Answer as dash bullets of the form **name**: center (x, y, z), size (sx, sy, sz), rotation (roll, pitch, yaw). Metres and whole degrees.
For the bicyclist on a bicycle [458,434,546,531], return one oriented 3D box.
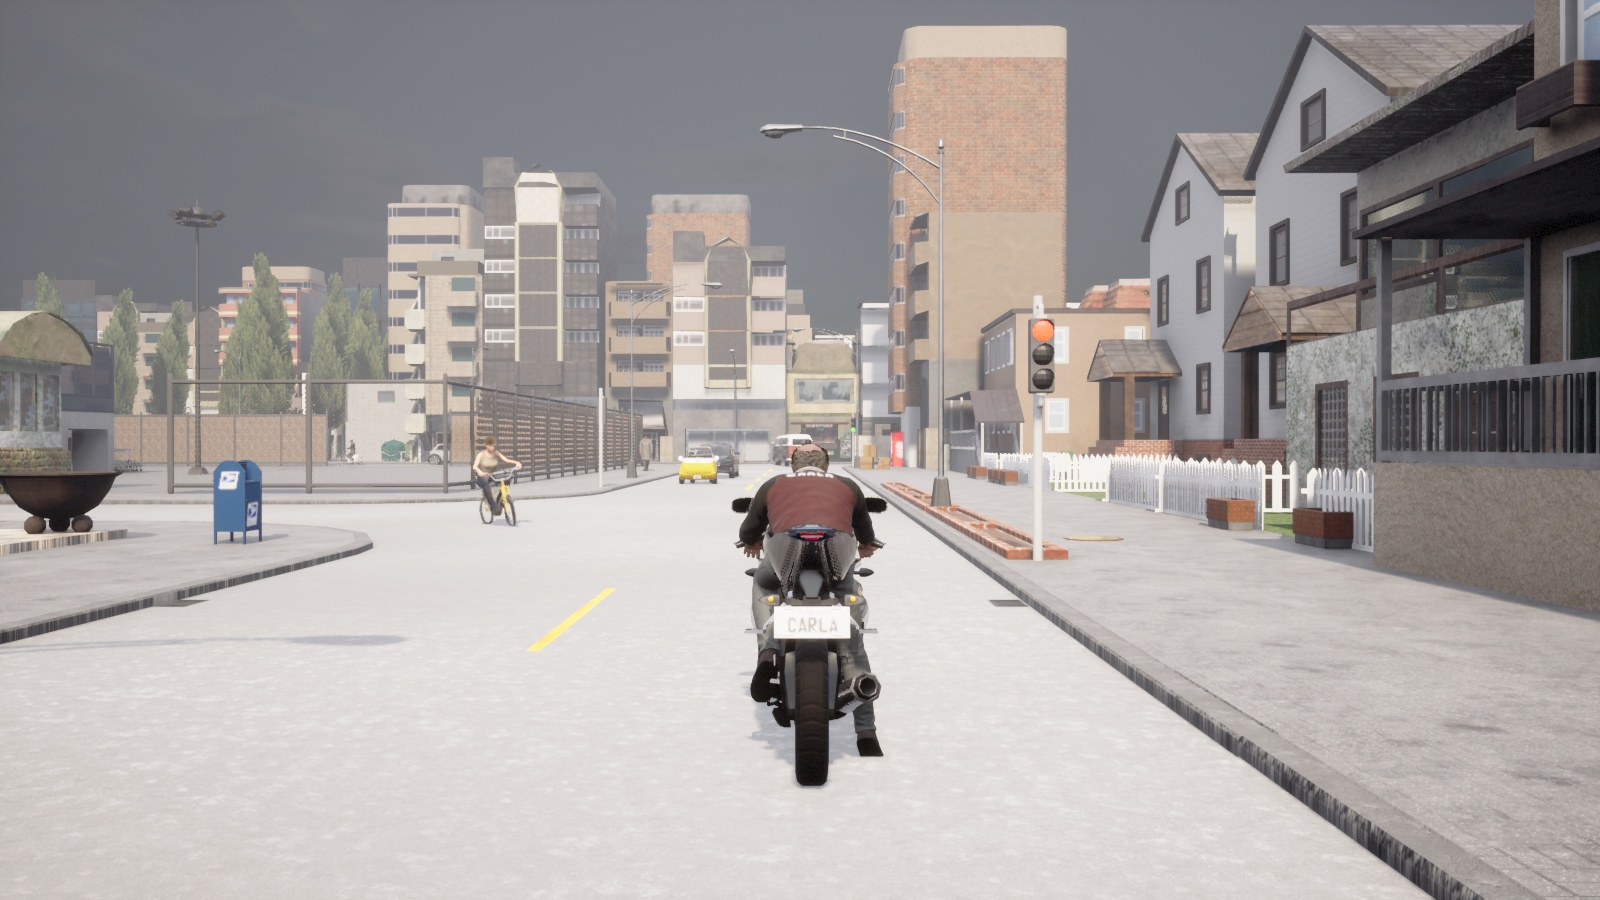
- **bicyclist on a bicycle**: center (-5.343, 0.552, 22.447), size (0.866, 1.612, 1.509), rotation (-6, 4, -37)

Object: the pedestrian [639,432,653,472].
- **pedestrian**: center (-7.640, 0.098, 62.292), size (0.659, 1.952, 0.873), rotation (0, 0, -6)

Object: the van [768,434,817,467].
- **van**: center (-0.503, 0.014, 80.581), size (2.069, 2.038, 4.480), rotation (1, 0, -15)

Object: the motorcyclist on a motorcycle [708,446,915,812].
- **motorcyclist on a motorcycle**: center (0.050, 0.746, 6.352), size (0.866, 1.530, 2.191), rotation (0, 0, 0)

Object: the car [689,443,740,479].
- **car**: center (-3.660, 0.441, 54.512), size (1.837, 1.490, 4.892), rotation (0, 0, 1)

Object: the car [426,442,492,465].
- **car**: center (-22.269, 0.230, 82.157), size (3.806, 1.475, 1.970), rotation (0, 0, 1)

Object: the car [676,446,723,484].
- **car**: center (-3.681, 0.537, 46.247), size (1.481, 1.376, 2.207), rotation (0, 0, 1)
